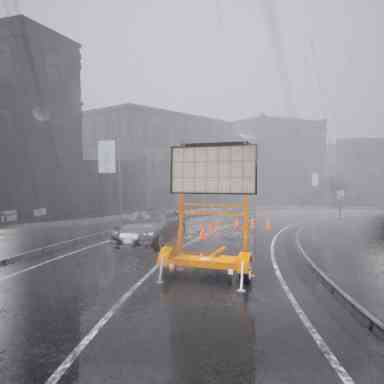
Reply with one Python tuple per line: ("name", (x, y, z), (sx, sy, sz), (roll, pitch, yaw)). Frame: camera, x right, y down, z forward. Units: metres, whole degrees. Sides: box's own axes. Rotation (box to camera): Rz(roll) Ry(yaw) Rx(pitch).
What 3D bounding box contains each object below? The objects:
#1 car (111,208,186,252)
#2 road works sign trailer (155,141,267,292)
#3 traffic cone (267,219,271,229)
("car", (-1.620, 1.437, 13.801), (2.128, 1.511, 4.902), (1, 0, 14))
("road works sign trailer", (0.610, 0.457, 9.139), (2.380, 3.560, 2.880), (1, 0, 18))
("traffic cone", (4.840, 2.015, 21.031), (0.340, 0.580, 0.340), (2, 0, 14))
